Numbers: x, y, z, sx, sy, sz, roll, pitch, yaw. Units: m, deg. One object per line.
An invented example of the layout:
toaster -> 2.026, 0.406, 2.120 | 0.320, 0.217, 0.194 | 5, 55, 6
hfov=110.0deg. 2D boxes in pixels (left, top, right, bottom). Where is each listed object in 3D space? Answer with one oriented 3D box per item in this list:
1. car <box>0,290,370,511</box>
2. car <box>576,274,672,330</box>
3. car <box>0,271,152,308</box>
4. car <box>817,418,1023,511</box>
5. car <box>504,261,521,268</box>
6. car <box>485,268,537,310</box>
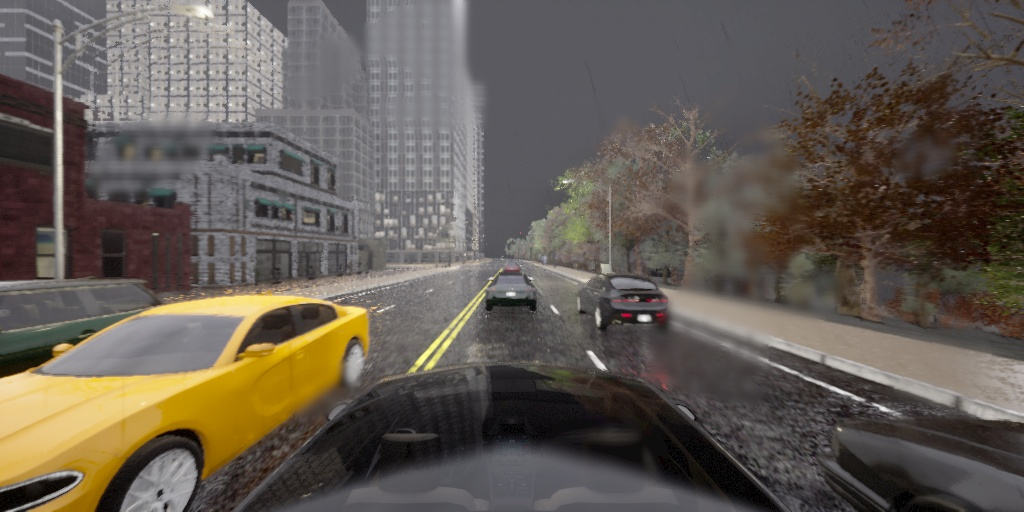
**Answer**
car -> -3.351, 1.236, 4.101 | 1.882, 1.535, 5.008 | 0, 0, 0
car -> 3.246, 1.289, 11.215 | 1.837, 1.490, 4.892 | 0, 0, 0
car -> -6.601, 1.111, 4.240 | 2.097, 1.767, 4.553 | 0, 0, 0
car -> 3.249, 1.292, 0.214 | 2.033, 1.411, 5.357 | 0, 0, 0
car -> 0.022, 1.439, 44.155 | 1.994, 1.385, 4.181 | 0, 0, 2
car -> -0.033, 1.362, 15.061 | 1.994, 1.385, 4.181 | 0, 0, 0
